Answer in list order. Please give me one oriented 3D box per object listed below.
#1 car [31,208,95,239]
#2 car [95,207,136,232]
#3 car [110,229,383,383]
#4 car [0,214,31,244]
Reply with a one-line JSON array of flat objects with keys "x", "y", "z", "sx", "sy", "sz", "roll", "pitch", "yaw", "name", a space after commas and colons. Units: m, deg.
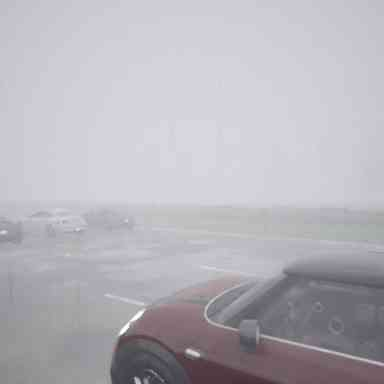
[{"x": -7.612, "y": 1.622, "z": 18.021, "sx": 4.674, "sy": 1.442, "sz": 1.812, "roll": 0, "pitch": 0, "yaw": 36, "name": "car"}, {"x": -5.503, "y": 1.660, "z": 20.814, "sx": 4.181, "sy": 1.385, "sz": 1.994, "roll": 0, "pitch": 0, "yaw": 35, "name": "car"}, {"x": 1.352, "y": 1.355, "z": 3.029, "sx": 4.553, "sy": 1.767, "sz": 2.097, "roll": -1, "pitch": 0, "yaw": 35, "name": "car"}, {"x": -9.496, "y": 1.660, "z": 15.065, "sx": 4.181, "sy": 1.385, "sz": 1.994, "roll": 0, "pitch": 0, "yaw": 36, "name": "car"}]
